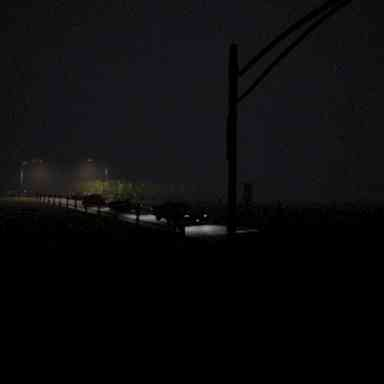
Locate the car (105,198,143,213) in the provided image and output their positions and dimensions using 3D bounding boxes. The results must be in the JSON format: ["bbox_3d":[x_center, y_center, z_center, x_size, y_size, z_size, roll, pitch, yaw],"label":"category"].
[{"bbox_3d":[-6.429,1.303,31.952,1.895,1.301,4.718,1,0,-32],"label":"car"}]

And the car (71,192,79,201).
[{"bbox_3d":[-21.085,0.776,62.015,1.882,1.535,5.008,1,0,-32],"label":"car"}]

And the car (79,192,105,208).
[{"bbox_3d":[-11.921,1.034,40.652,1.882,1.535,5.008,1,0,-32],"label":"car"}]

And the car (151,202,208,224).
[{"bbox_3d":[-1.053,1.394,23.460,2.033,1.411,5.357,1,0,-32],"label":"car"}]

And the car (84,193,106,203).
[{"bbox_3d":[-15.590,0.985,53.338,2.033,1.411,5.357,1,0,-33],"label":"car"}]
